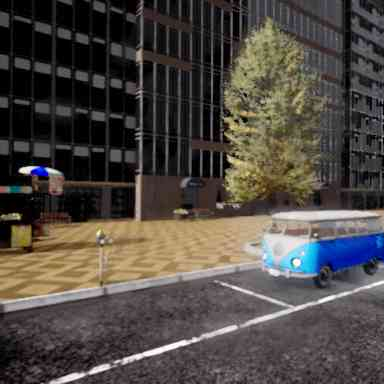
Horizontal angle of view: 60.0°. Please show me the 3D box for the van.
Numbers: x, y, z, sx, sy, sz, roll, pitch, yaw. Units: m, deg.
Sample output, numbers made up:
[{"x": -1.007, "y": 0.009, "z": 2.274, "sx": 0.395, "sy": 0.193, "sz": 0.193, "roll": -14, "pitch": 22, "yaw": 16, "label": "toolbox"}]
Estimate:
[{"x": 3.686, "y": 1.425, "z": 9.187, "sx": 3.998, "sy": 1.788, "sz": 1.690, "roll": 1, "pitch": -1, "yaw": -35, "label": "van"}]
